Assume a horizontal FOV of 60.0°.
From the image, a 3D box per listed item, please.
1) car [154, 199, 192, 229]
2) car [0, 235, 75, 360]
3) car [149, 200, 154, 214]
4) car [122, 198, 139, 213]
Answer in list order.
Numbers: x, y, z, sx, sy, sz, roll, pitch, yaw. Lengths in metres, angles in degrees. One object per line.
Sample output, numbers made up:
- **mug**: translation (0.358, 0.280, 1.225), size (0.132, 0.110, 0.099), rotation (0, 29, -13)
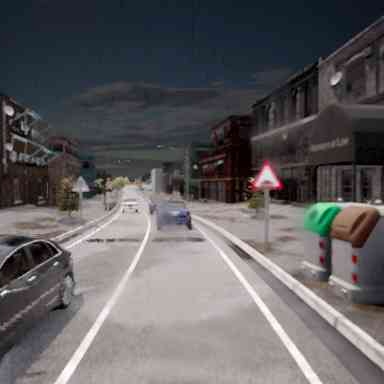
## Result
- **car**: translation (-1.273, 1.343, 21.662), size (2.097, 1.767, 4.553), rotation (0, 0, -6)
- **car**: translation (-3.257, 1.509, 4.995), size (1.837, 1.490, 4.892), rotation (0, 0, -2)
- **car**: translation (-3.988, 1.631, 39.194), size (2.097, 1.767, 4.553), rotation (0, -2, -10)
- **car**: translation (-8.642, 1.803, 46.717), size (2.150, 2.045, 5.566), rotation (0, -2, -11)
